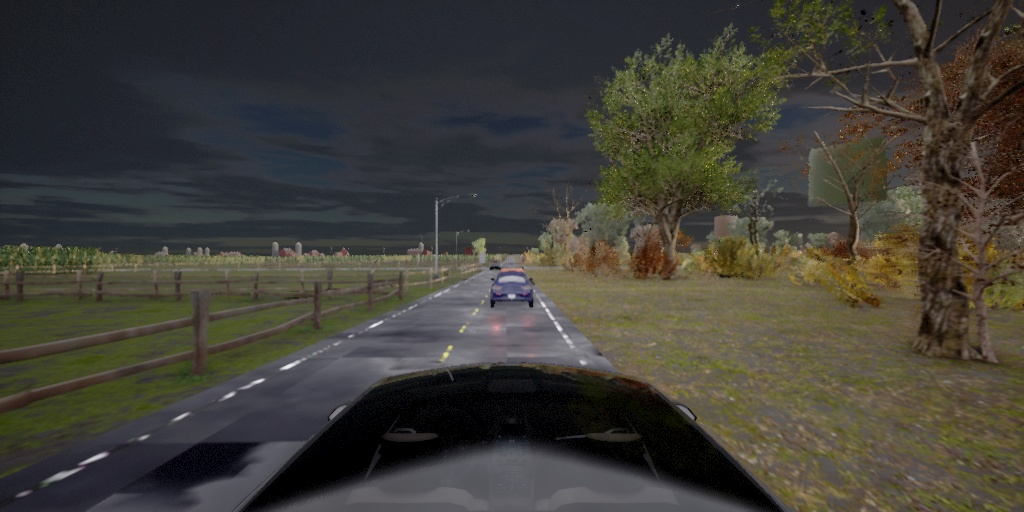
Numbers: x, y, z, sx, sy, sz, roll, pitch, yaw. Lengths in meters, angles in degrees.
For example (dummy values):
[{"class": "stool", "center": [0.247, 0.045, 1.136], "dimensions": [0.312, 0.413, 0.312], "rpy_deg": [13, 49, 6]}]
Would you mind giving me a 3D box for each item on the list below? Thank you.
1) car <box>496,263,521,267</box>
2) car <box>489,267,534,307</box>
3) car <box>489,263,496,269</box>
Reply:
[{"class": "car", "center": [-0.013, 1.368, 30.922], "dimensions": [2.097, 1.767, 4.553], "rpy_deg": [0, -1, 0]}, {"class": "car", "center": [-0.003, 1.411, 16.227], "dimensions": [1.812, 1.442, 4.674], "rpy_deg": [0, 0, 0]}, {"class": "car", "center": [-2.779, 1.838, 59.475], "dimensions": [1.895, 1.301, 4.718], "rpy_deg": [0, 0, 0]}]
